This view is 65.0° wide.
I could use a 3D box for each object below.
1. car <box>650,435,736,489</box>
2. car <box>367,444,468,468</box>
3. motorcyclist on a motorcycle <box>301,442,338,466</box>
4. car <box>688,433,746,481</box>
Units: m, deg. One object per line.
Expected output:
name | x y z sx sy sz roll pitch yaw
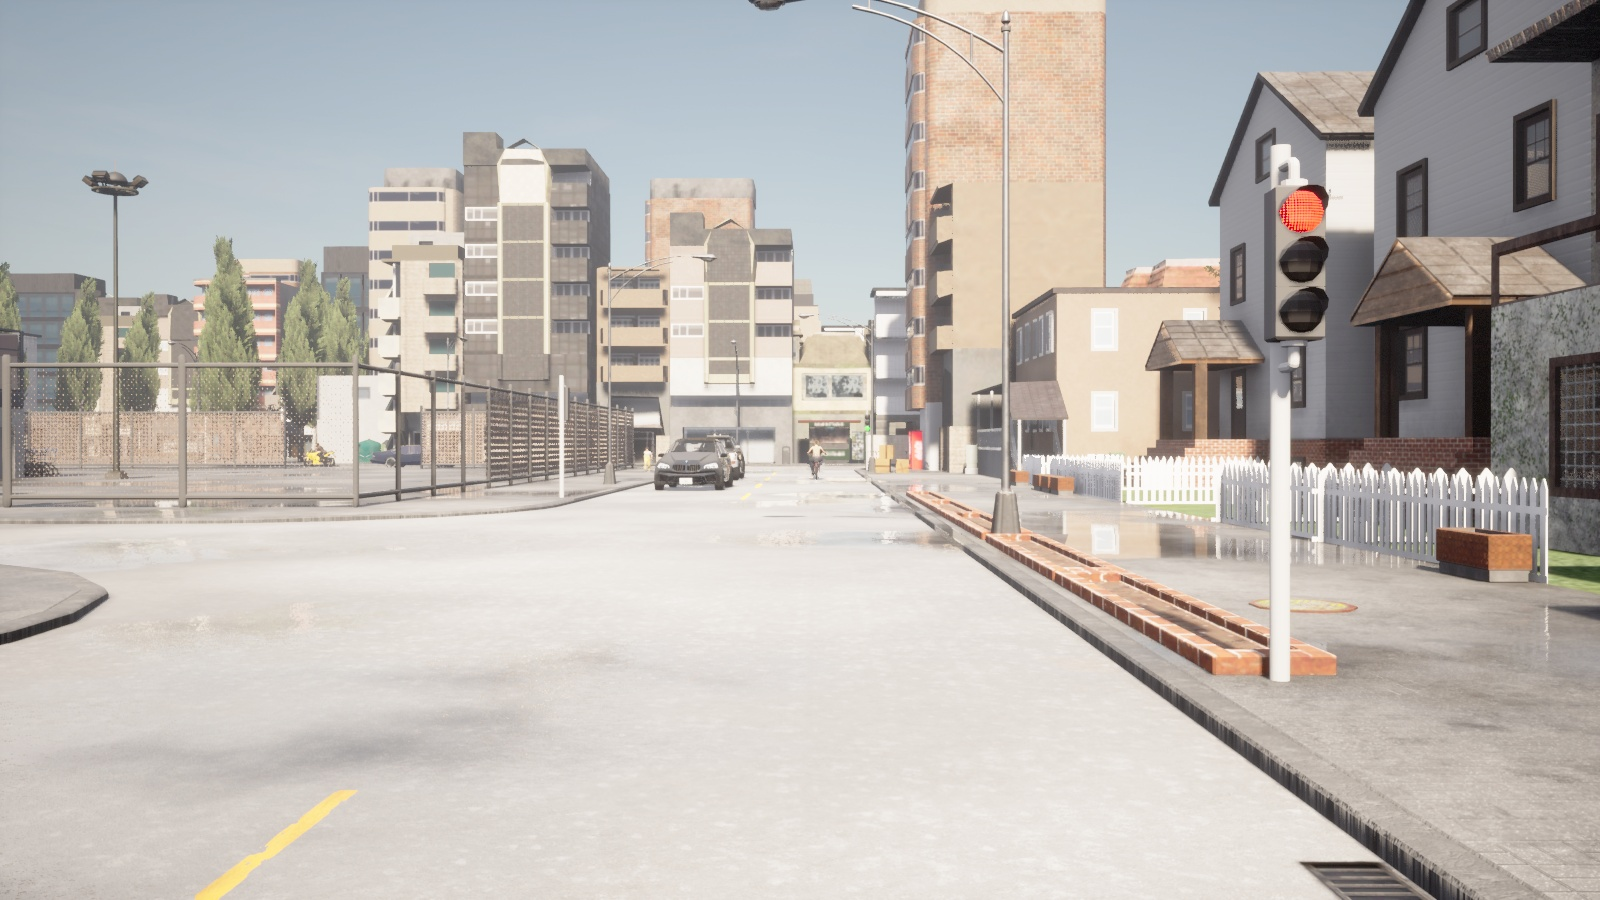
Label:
car | -3.419 0.357 41.005 2.242 1.667 4.611 0 0 2
car | -22.766 0.353 74.878 5.357 1.411 2.033 0 0 1
motorcyclist on a motorcycle | -30.227 0.258 78.965 2.044 1.523 0.797 0 0 1
car | -3.313 0.273 50.980 1.932 1.855 4.605 0 0 2
